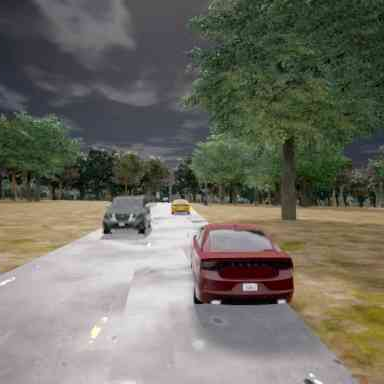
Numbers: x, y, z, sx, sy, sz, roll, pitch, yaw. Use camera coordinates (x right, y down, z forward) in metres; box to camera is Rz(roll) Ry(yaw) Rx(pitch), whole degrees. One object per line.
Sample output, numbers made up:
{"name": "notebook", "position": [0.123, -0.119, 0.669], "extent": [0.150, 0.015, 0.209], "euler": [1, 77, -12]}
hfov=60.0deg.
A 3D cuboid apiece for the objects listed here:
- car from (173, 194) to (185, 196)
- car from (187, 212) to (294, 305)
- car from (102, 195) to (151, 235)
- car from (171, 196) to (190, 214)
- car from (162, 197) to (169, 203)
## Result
{"name": "car", "position": [-1.781, 1.353, 46.380], "extent": [2.150, 2.045, 5.566], "euler": [0, 0, -3]}
{"name": "car", "position": [0.932, 1.477, 8.172], "extent": [1.882, 1.535, 5.008], "euler": [0, 0, -2]}
{"name": "car", "position": [-3.557, 1.225, 19.067], "extent": [2.150, 2.045, 5.566], "euler": [0, 0, -3]}
{"name": "car", "position": [-1.254, 1.545, 35.871], "extent": [1.882, 1.535, 5.008], "euler": [0, 0, -3]}
{"name": "car", "position": [-6.592, 2.076, 82.968], "extent": [1.882, 1.535, 5.008], "euler": [0, -1, -3]}
